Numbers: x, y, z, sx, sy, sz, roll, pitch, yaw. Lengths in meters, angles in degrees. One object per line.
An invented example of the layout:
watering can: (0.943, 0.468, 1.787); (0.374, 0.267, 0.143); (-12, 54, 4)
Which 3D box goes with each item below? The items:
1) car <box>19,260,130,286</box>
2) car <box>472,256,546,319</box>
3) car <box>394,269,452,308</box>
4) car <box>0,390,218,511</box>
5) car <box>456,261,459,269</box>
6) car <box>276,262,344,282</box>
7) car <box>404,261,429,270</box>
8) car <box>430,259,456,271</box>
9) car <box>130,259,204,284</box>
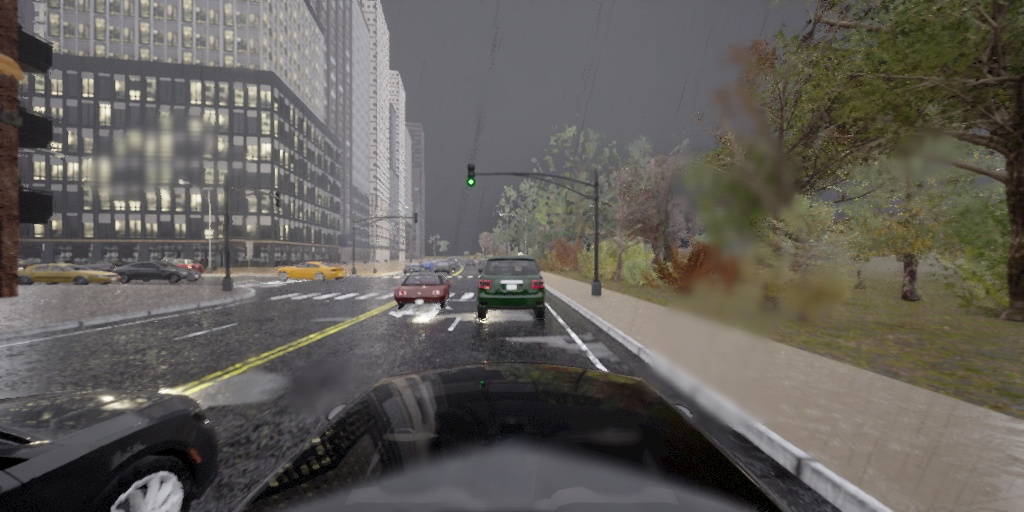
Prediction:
car: (-26.119, 1.023, 20.973); (4.829, 1.417, 1.751); (0, 0, -10)
car: (-0.073, 1.012, 13.112); (2.150, 2.045, 5.566); (0, 0, -1)
car: (-3.689, 1.402, 15.458); (1.895, 1.301, 4.718); (0, 0, -7)
car: (-3.190, 1.253, 0.753); (1.837, 1.490, 4.892); (0, 0, 0)
car: (-9.411, 1.472, 54.400); (2.033, 1.411, 5.357); (0, 0, -6)
car: (-15.879, 1.190, 28.266); (5.008, 1.535, 1.882); (2, -1, 6)
car: (-11.634, 1.459, 42.949); (1.994, 1.385, 4.181); (0, 0, -5)
car: (-8.485, 1.445, 44.370); (2.033, 1.411, 5.357); (0, 0, -5)
car: (-23.766, 1.069, 24.093); (4.674, 1.442, 1.812); (1, 0, -8)
